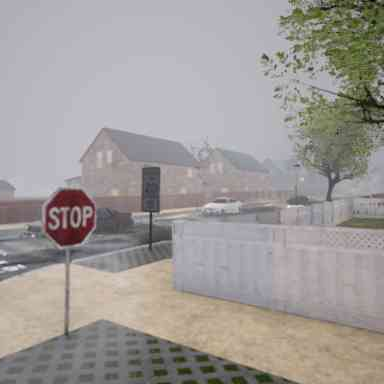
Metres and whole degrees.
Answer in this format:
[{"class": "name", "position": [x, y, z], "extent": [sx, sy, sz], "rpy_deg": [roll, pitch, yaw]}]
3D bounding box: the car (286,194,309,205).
[{"class": "car", "position": [13.665, 0.943, 42.962], "extent": [1.994, 1.385, 4.181], "rpy_deg": [2, 2, 35]}]

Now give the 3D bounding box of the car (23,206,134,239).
[{"class": "car", "position": [-5.225, 1.418, 16.226], "extent": [2.033, 1.411, 5.357], "rpy_deg": [2, 2, 34]}]

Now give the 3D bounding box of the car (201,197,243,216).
[{"class": "car", "position": [2.582, 1.191, 27.344], "extent": [1.812, 1.442, 4.674], "rpy_deg": [2, 2, 35]}]
